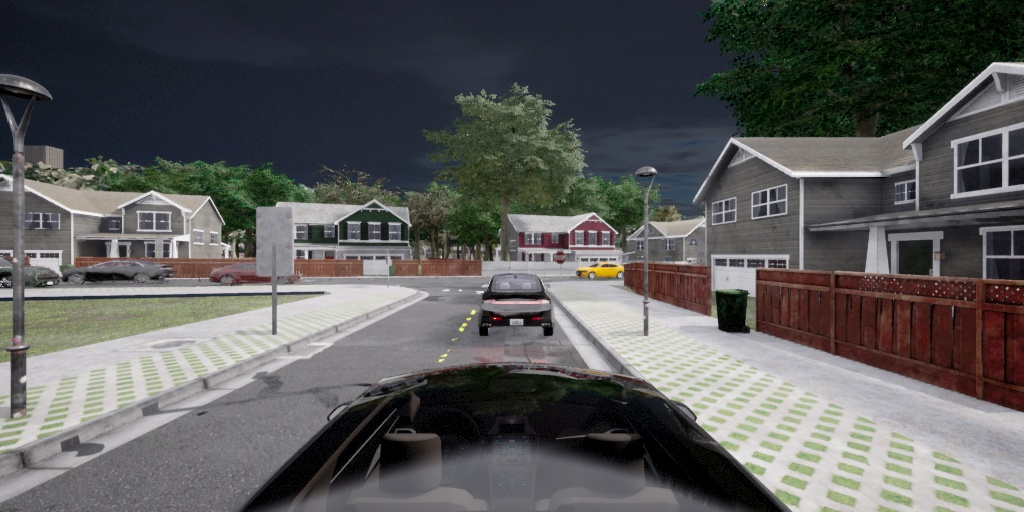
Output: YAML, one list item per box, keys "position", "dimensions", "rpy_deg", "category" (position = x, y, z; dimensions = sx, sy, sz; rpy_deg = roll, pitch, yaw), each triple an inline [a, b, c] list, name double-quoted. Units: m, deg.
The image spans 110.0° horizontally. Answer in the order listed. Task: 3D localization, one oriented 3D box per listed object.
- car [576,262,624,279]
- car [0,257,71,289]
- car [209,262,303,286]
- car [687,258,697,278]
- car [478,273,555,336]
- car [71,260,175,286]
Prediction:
- position: [8.347, 1.337, 33.466]
  dimensions: [5.008, 1.535, 1.882]
  rpy_deg: [1, 0, -21]
  category: "car"
- position: [-26.060, 0.786, 17.836]
  dimensions: [4.553, 1.767, 2.097]
  rpy_deg: [1, 0, -20]
  category: "car"
- position: [-15.348, 1.099, 21.723]
  dimensions: [4.674, 1.442, 1.812]
  rpy_deg: [1, 0, -19]
  category: "car"
- position: [20.037, 1.212, 37.727]
  dimensions: [5.566, 2.045, 2.150]
  rpy_deg: [1, 0, -20]
  category: "car"
- position: [0.104, 1.240, 10.314]
  dimensions: [2.128, 1.511, 4.902]
  rpy_deg: [0, 0, 0]
  category: "car"
- position: [-23.790, 0.961, 21.799]
  dimensions: [4.902, 1.511, 2.128]
  rpy_deg: [1, 0, -20]
  category: "car"
